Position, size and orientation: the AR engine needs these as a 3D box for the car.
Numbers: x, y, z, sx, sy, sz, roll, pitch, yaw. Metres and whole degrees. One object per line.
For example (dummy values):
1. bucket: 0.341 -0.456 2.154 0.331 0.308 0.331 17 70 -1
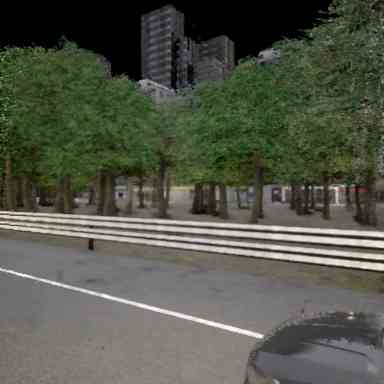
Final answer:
1. car: 2.697 1.511 2.105 4.892 1.490 1.837 0 0 35
